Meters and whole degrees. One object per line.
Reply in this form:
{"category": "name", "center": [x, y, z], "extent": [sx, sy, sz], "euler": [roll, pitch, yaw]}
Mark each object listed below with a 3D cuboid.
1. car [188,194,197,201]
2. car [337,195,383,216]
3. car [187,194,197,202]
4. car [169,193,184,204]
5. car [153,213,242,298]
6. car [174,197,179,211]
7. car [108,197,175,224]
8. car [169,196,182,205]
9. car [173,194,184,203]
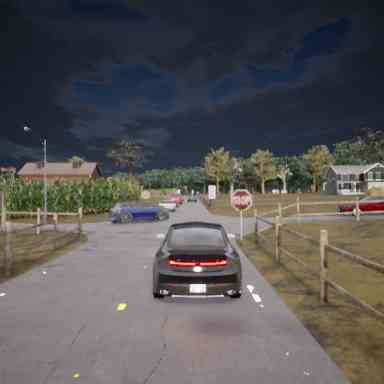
{"category": "car", "center": [0.057, 1.288, 80.332], "extent": [2.033, 1.411, 5.357], "euler": [0, 0, 0]}
{"category": "car", "center": [13.780, 1.019, 25.509], "extent": [5.008, 1.535, 1.882], "euler": [-2, -2, 0]}
{"category": "car", "center": [0.048, 1.472, 70.319], "extent": [1.994, 1.385, 4.181], "euler": [0, 0, 0]}
{"category": "car", "center": [-2.791, 1.161, 58.064], "extent": [2.150, 2.045, 5.566], "euler": [0, 0, 0]}
{"category": "car", "center": [0.104, 1.506, 8.491], "extent": [1.837, 1.490, 4.892], "euler": [0, 0, 0]}
{"category": "car", "center": [-2.830, 1.571, 37.992], "extent": [1.895, 1.301, 4.718], "euler": [0, 0, 0]}
{"category": "car", "center": [-4.067, 1.494, 25.813], "extent": [4.553, 1.767, 2.097], "euler": [0, -3, -34]}
{"category": "car", "center": [-2.813, 1.557, 47.582], "extent": [1.895, 1.301, 4.718], "euler": [0, 0, 0]}
{"category": "car", "center": [-2.703, 1.282, 69.749], "extent": [2.097, 1.767, 4.553], "euler": [0, 0, 0]}
